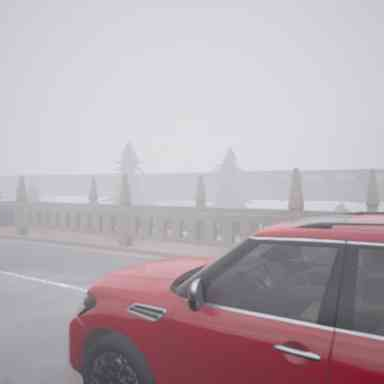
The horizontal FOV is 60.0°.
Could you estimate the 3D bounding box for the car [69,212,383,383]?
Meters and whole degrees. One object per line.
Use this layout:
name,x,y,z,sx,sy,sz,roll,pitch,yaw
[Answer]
car,1.333,1.206,2.880,5.566,2.045,2.150,0,0,35
